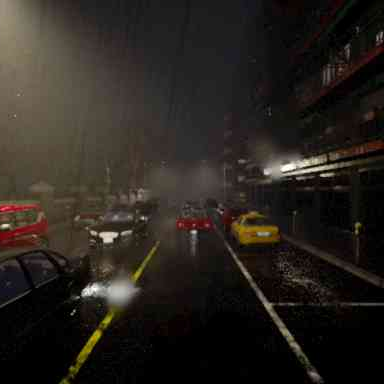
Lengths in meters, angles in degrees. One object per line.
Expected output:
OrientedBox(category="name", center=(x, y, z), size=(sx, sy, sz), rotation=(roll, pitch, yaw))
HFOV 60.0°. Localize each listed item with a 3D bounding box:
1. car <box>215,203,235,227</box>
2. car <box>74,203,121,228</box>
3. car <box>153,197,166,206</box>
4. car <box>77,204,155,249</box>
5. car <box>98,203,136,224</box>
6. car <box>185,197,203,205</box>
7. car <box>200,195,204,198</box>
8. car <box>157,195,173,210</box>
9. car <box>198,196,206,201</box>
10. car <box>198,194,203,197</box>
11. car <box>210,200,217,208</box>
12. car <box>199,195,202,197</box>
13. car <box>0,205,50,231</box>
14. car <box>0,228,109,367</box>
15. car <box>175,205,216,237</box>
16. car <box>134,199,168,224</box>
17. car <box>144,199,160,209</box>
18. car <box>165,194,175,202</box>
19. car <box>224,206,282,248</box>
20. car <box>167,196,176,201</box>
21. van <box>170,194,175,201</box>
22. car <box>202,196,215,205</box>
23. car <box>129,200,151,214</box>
OrientedBox(category="car", center=(2.690, 1.579, 20.217), size=(1.887, 1.381, 4.507), rotation=(0, 0, 0))
OrientedBox(category="car", center=(-5.690, 1.474, 20.218), size=(1.967, 1.590, 4.097), rotation=(0, 0, 0))
OrientedBox(category="car", center=(-5.684, 1.637, 58.794), size=(1.752, 1.417, 4.829), rotation=(0, 0, 0))
OrientedBox(category="car", center=(-3.088, 1.516, 14.709), size=(2.128, 1.511, 4.902), rotation=(0, 0, 0))
OrientedBox(category="car", center=(-5.689, 1.589, 25.753), size=(1.887, 1.381, 4.507), rotation=(0, 0, 0))
OrientedBox(category="car", center=(0.063, 1.674, 40.881), size=(1.895, 1.301, 4.718), rotation=(0, 0, 1))
OrientedBox(category="car", center=(2.696, 1.645, 53.428), size=(1.887, 1.381, 4.507), rotation=(0, 0, 0))
OrientedBox(category="car", center=(-2.995, 1.230, 29.856), size=(1.812, 1.442, 4.674), rotation=(0, 0, 0))
OrientedBox(category="car", center=(2.702, 1.758, 92.174), size=(1.947, 1.339, 4.313), rotation=(0, 0, 0))
OrientedBox(category="car", center=(2.698, 1.578, 70.034), size=(1.967, 1.590, 4.097), rotation=(0, 0, 0))
OrientedBox(category="car", center=(2.691, 1.595, 25.753), size=(2.008, 1.369, 4.403), rotation=(0, 0, 0))
OrientedBox(category="car", center=(2.698, 1.691, 64.499), size=(1.947, 1.339, 4.313), rotation=(0, 0, 0))
OrientedBox(category="car", center=(-5.692, 1.330, 9.148), size=(2.192, 1.841, 5.009), rotation=(0, 0, 0))
OrientedBox(category="car", center=(-3.067, 1.555, 4.643), size=(2.033, 1.411, 5.357), rotation=(0, 0, 4))
OrientedBox(category="car", center=(0.103, 1.631, 18.231), size=(1.895, 1.301, 4.718), rotation=(0, 0, 0))
OrientedBox(category="car", center=(-3.078, 1.548, 25.045), size=(1.837, 1.490, 4.892), rotation=(0, 0, 0))
OrientedBox(category="car", center=(-5.685, 1.670, 47.894), size=(1.802, 1.307, 4.206), rotation=(0, 0, 0))
OrientedBox(category="car", center=(-5.681, 1.494, 86.640), size=(2.192, 1.841, 5.009), rotation=(0, 0, 0))
OrientedBox(category="car", center=(2.690, 1.550, 14.852), size=(1.752, 1.417, 4.829), rotation=(0, 0, 0))
OrientedBox(category="car", center=(-5.678, 1.743, 92.175), size=(2.008, 1.369, 4.403), rotation=(0, 0, 0))
OrientedBox(category="van", center=(-5.681, 1.506, 81.104), size=(1.690, 1.788, 3.998), rotation=(0, 0, 0))
OrientedBox(category="car", center=(2.695, 1.633, 47.893), size=(1.887, 1.381, 4.507), rotation=(0, 0, 0))
OrientedBox(category="car", center=(-5.687, 1.648, 36.823), size=(1.802, 1.307, 4.206), rotation=(0, 0, 0))
